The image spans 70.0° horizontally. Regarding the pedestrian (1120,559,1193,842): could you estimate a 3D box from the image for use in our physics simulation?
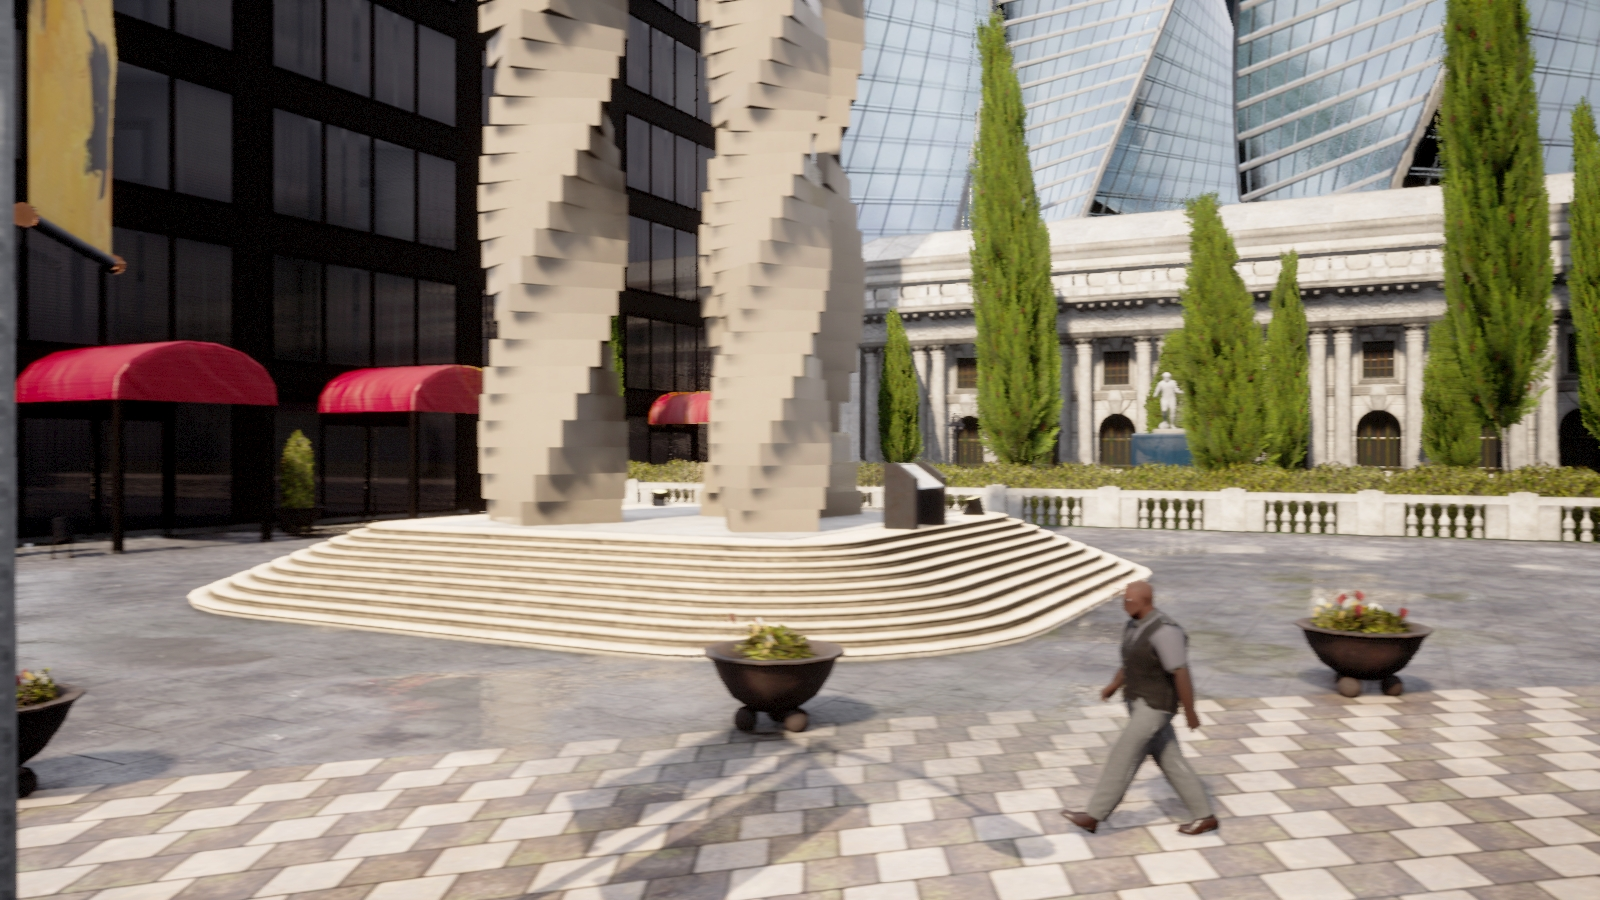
[{"bbox_3d":[2.439,1.695,7.832,0.375,1.860,0.375,0,0,-1],"label":"pedestrian"}]
